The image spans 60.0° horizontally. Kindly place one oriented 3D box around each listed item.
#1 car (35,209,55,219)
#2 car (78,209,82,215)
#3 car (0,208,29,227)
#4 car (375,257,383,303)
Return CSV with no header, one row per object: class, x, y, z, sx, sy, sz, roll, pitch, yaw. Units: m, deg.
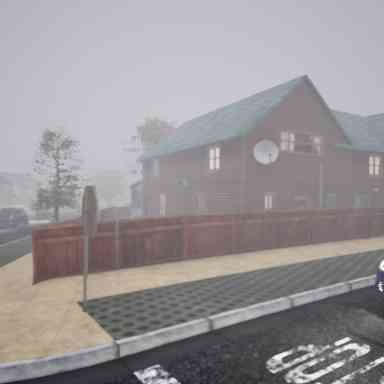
car,-18.649,2.801,42.810,1.895,1.301,4.718,1,-2,-9
car,-17.928,3.054,55.913,2.128,1.511,4.902,1,-2,-10
car,-16.612,2.236,30.375,2.097,1.767,4.553,1,-2,-9
car,5.750,1.342,6.657,4.553,1.767,2.097,0,0,-32
